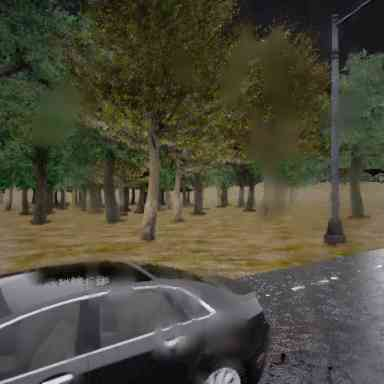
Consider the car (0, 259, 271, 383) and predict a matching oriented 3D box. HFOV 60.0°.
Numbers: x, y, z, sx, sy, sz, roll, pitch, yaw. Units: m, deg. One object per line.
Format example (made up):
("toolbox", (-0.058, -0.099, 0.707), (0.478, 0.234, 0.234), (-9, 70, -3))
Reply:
("car", (-1.391, 1.505, 2.999), (4.892, 1.490, 1.837), (0, 0, -35))
